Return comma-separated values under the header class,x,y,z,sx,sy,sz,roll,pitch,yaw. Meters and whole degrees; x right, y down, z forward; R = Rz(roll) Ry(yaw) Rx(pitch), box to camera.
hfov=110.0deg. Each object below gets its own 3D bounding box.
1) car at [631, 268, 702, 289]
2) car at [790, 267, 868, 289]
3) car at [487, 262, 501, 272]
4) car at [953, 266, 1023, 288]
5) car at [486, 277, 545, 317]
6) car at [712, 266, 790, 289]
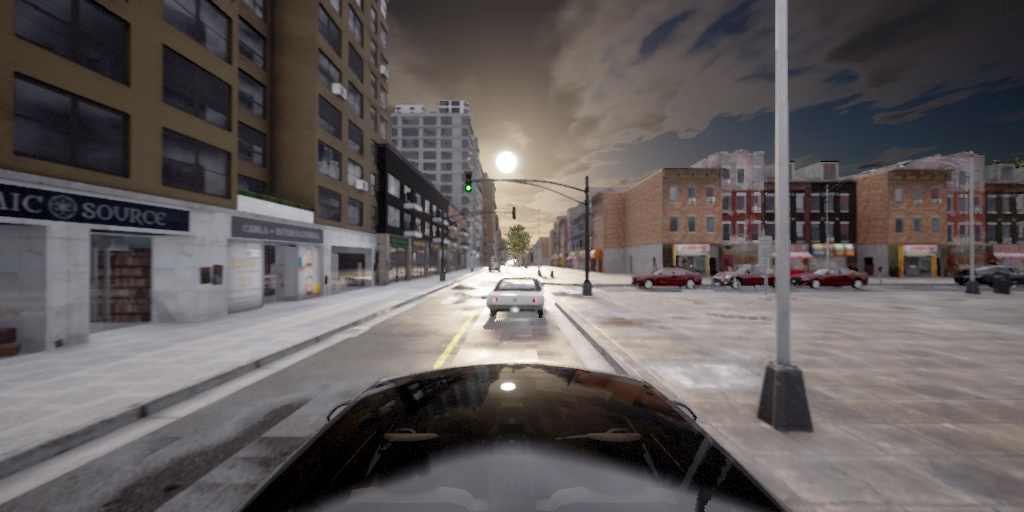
class,x,y,z,sx,sy,sz,roll,pitch,yaw
car,10.366,1.468,24.236,4.507,1.381,1.888,0,0,0
car,21.295,1.457,24.227,4.507,1.381,1.888,0,0,0
car,-2.821,1.780,57.305,2.128,1.511,4.902,0,-1,0
car,33.108,1.407,24.331,4.892,1.490,1.837,0,0,0
car,0.314,1.444,13.625,1.895,1.301,4.718,0,0,6
car,15.830,1.357,24.233,4.097,1.591,1.967,0,0,0
